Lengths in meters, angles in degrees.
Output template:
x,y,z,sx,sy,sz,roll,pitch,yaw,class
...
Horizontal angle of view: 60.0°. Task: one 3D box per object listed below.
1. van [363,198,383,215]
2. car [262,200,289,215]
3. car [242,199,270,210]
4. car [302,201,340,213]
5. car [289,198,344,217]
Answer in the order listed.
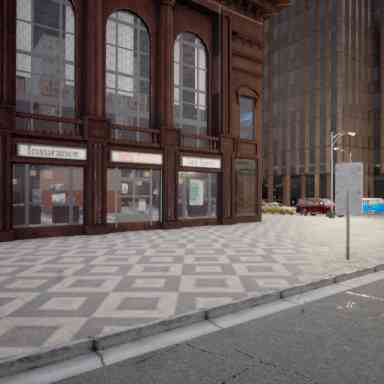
x,y,z,sx,sy,sz,roll,pitch,yaw,class
19.551,1.589,37.579,1.690,1.788,3.998,-1,0,-35,van
9.449,1.799,37.103,1.752,1.417,4.829,0,0,-35,car
9.813,1.893,51.355,1.967,1.590,4.097,-1,0,-35,car
16.308,1.898,42.170,1.802,1.307,4.206,-1,0,-35,car
12.595,1.522,32.650,2.192,1.841,5.009,0,0,-35,car
